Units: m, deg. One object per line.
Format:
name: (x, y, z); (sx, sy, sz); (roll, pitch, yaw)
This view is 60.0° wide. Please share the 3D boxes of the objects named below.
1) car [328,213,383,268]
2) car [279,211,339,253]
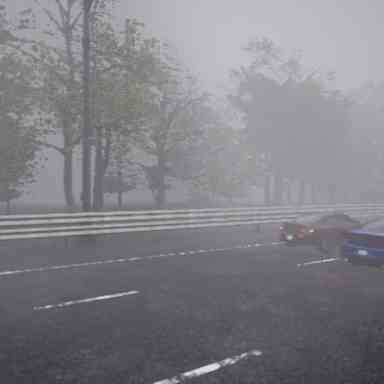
car: (6.690, 1.476, 10.194); (5.008, 1.535, 1.882); (0, 0, -31)
car: (5.622, 1.520, 13.628); (4.674, 1.442, 1.812); (0, 0, -31)
